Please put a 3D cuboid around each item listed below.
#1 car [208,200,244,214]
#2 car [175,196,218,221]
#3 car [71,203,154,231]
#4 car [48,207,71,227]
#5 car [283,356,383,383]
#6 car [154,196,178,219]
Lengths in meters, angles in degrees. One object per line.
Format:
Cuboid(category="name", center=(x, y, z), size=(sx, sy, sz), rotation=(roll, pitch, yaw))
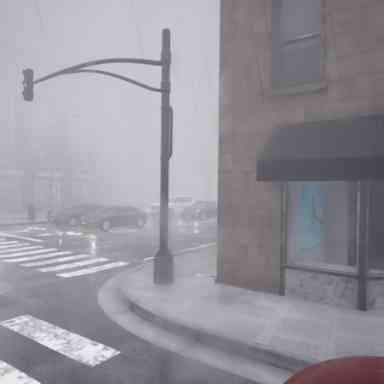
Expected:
Cuboid(category="car", center=(4.221, 1.726, 39.995), size=(2.128, 1.511, 4.902), rotation=(1, 0, 36))
Cuboid(category="car", center=(0.943, 1.546, 29.810), size=(2.097, 1.767, 4.553), rotation=(1, 0, 36))
Cuboid(category="car", center=(-4.961, 1.612, 21.529), size=(1.837, 1.490, 4.892), rotation=(1, 0, 35))
Cuboid(category="car", center=(-7.612, 1.564, 23.408), size=(1.837, 1.490, 4.892), rotation=(1, 0, 35))
Cuboid(category="car", center=(2.434, 1.545, 1.217), size=(4.507, 1.381, 1.887), rotation=(0, 1, 35))
Cuboid(category="car", center=(-1.751, 1.367, 31.635), size=(2.150, 2.045, 5.566), rotation=(1, 0, 35))
